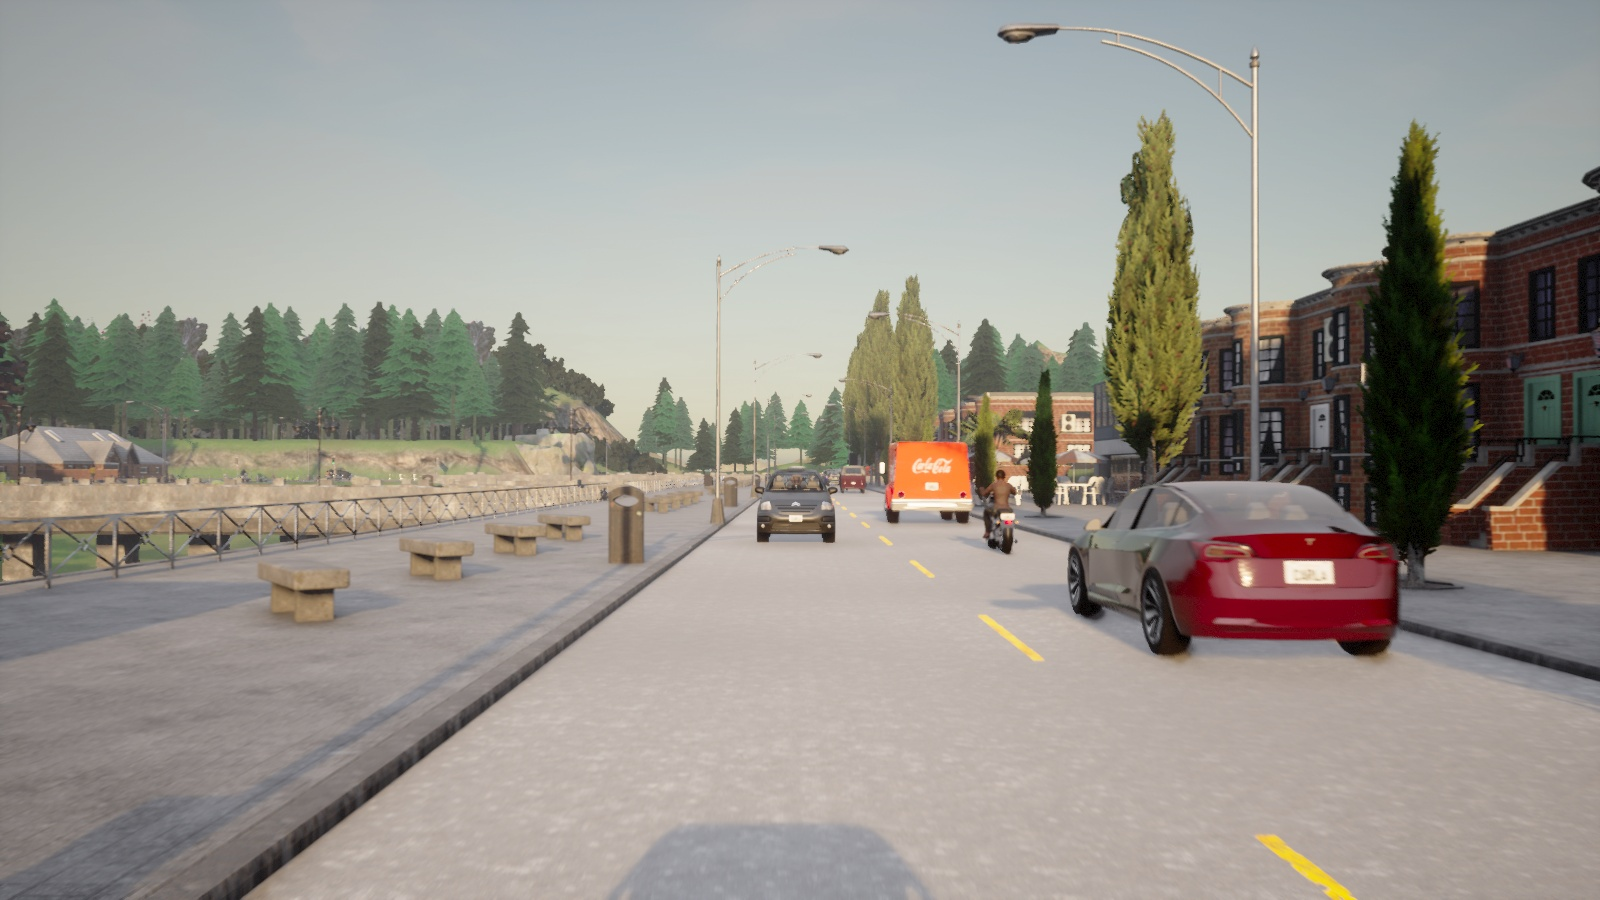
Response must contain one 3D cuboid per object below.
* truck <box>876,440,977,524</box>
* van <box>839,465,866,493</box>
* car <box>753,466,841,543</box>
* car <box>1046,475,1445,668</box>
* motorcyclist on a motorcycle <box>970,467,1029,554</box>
[{"bbox_3d":[3.895,0.977,39.715,2.627,2.467,5.204,0,-1,0],"label":"truck"},{"bbox_3d":[3.765,2.069,90.617,1.775,1.987,4.442,0,-1,0],"label":"van"},{"bbox_3d":[-0.074,1.191,28.516,1.851,1.617,3.988,0,-1,0],"label":"car"},{"bbox_3d":[3.967,1.004,12.249,2.163,1.488,4.792,0,-1,0],"label":"car"},{"bbox_3d":[3.934,1.167,24.939,0.766,1.649,2.350,0,-1,0],"label":"motorcyclist on a motorcycle"}]
